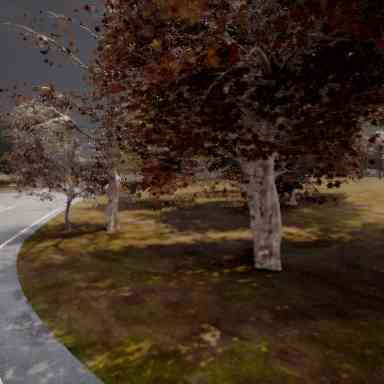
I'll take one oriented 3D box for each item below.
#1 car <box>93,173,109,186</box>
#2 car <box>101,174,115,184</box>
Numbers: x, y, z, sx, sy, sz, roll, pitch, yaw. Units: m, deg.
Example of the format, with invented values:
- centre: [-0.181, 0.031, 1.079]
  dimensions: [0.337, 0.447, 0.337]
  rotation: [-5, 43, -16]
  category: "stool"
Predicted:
- centre: [-14.196, -1.793, 49.506]
  dimensions: [2.150, 2.045, 5.566]
  rotation: [0, 4, -5]
  category: "car"
- centre: [-15.093, -2.327, 59.926]
  dimensions: [1.882, 1.535, 5.008]
  rotation: [0, 4, -7]
  category: "car"
